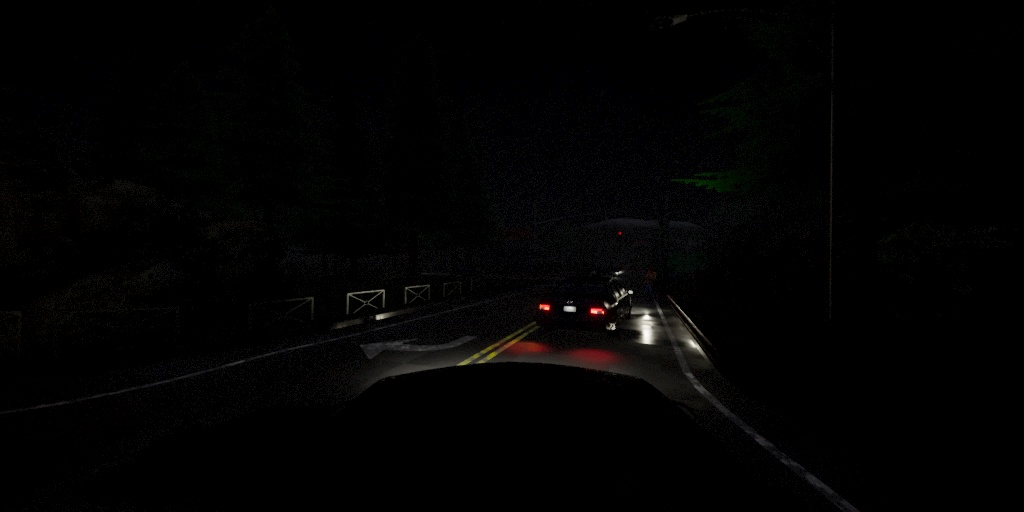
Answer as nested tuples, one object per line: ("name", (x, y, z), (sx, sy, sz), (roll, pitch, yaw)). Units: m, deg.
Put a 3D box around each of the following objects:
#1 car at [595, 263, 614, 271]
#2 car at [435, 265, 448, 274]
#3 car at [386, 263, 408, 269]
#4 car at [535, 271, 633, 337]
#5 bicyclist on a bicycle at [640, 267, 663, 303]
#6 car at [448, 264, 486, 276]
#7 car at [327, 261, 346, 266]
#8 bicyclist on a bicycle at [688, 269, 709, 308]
("car", (12.562, 2.036, 49.307), (1.895, 1.301, 4.718), (1, -1, 20))
("car", (-7.883, 1.760, 49.538), (5.357, 1.411, 2.033), (1, -1, 19))
("car", (-14.770, 1.628, 48.136), (4.181, 1.385, 1.994), (1, -1, 20))
("car", (2.304, 1.278, 10.282), (2.033, 1.411, 5.357), (1, -1, 24))
("bicyclist on a bicycle", (6.429, 1.342, 16.489), (1.656, 1.620, 0.582), (1, -1, -31))
("car", (-5.371, 1.762, 44.738), (4.181, 1.385, 1.994), (1, -1, 20))
("car", (-24.541, 1.476, 51.967), (5.357, 1.411, 2.033), (1, -1, 23))
("bicyclist on a bicycle", (7.874, 1.355, 15.107), (1.656, 1.620, 0.582), (1, -1, -34))
